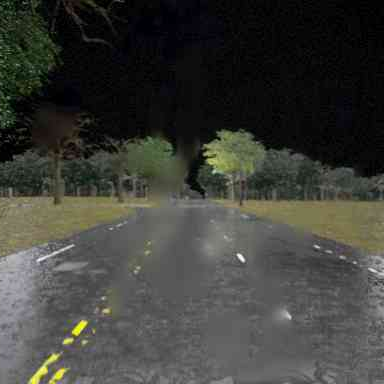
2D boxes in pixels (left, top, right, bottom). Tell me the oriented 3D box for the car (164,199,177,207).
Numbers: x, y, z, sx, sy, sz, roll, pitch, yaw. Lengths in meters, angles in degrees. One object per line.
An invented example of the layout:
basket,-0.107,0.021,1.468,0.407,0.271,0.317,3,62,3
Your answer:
car,-3.556,1.813,55.462,1.994,1.385,4.181,0,-1,0
